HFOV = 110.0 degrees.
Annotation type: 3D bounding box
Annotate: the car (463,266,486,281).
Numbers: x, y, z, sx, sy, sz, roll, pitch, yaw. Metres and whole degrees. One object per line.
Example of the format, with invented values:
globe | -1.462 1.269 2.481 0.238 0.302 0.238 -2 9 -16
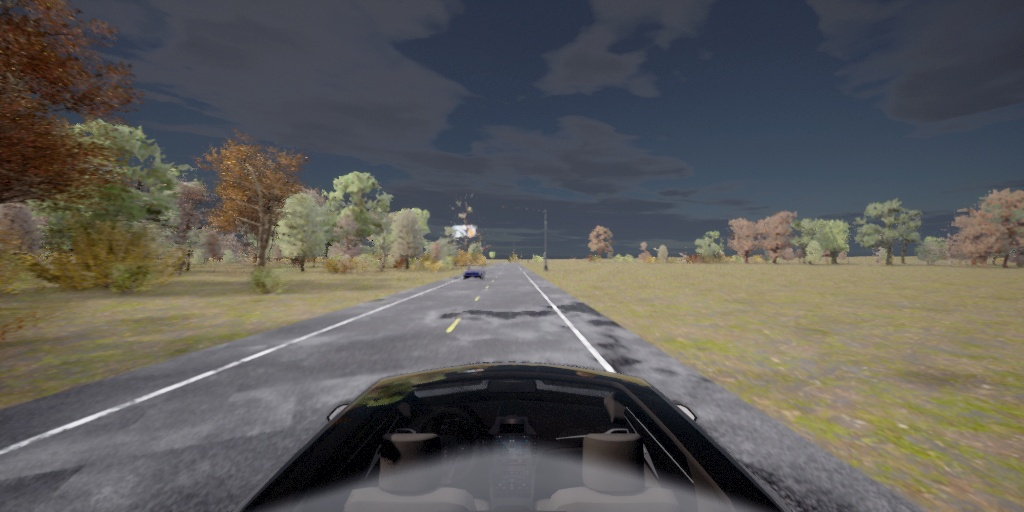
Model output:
car | -3.580 1.644 34.532 1.895 1.301 4.718 0 -1 0
